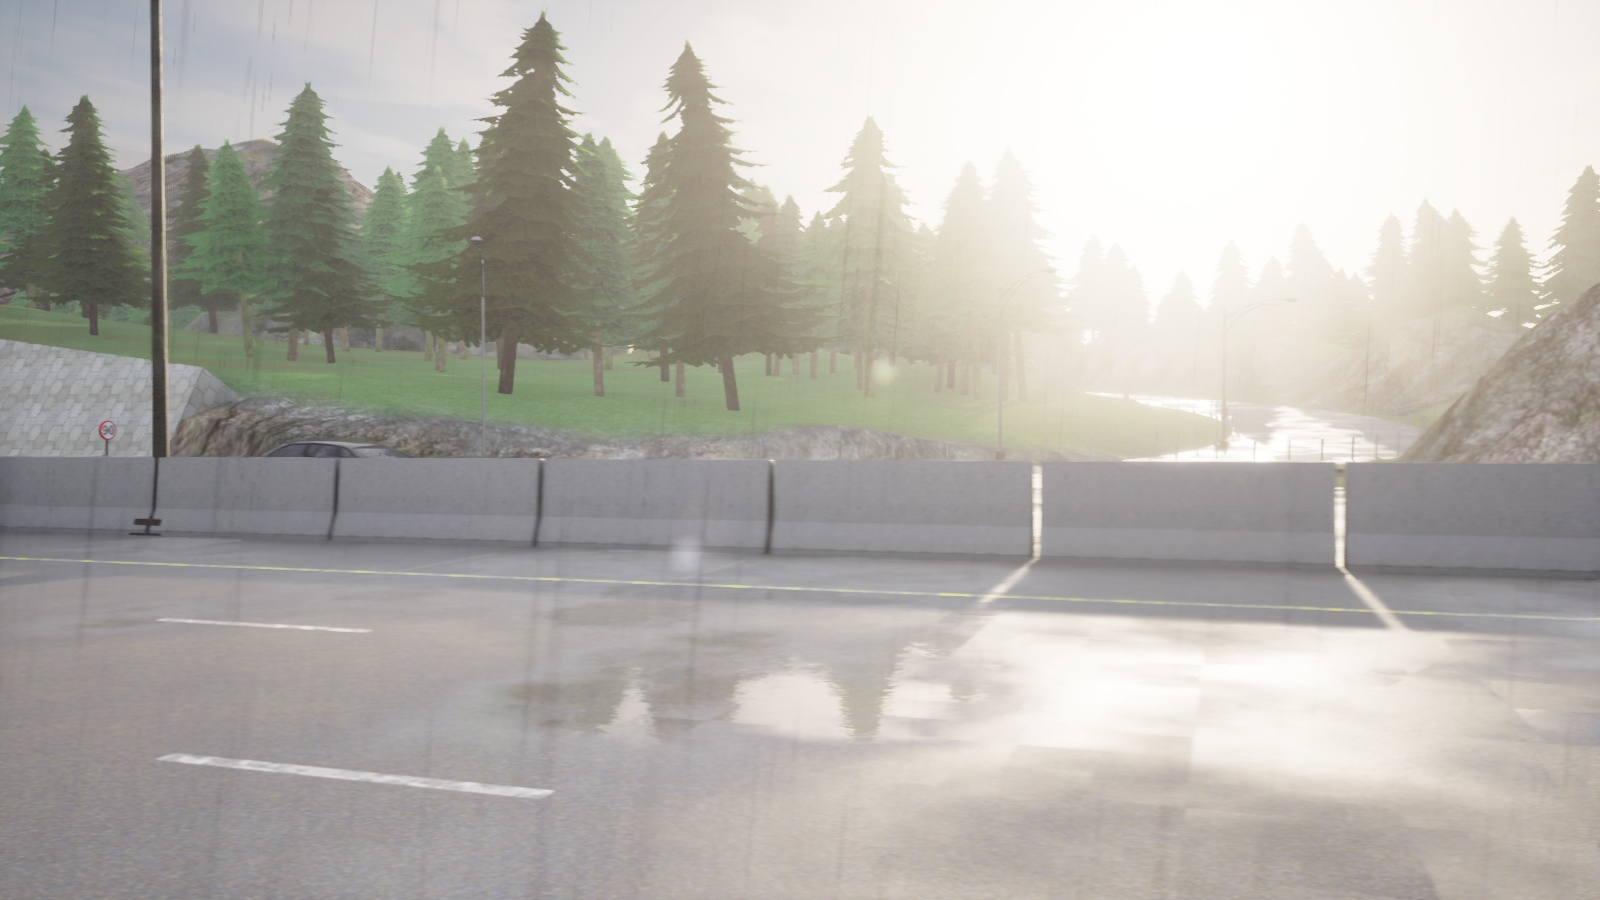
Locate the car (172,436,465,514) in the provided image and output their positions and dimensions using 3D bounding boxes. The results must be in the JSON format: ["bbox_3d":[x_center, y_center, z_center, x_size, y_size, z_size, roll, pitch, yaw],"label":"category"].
[{"bbox_3d":[-9.514,0.440,24.857,5.357,1.411,2.033,1,1,19],"label":"car"}]
